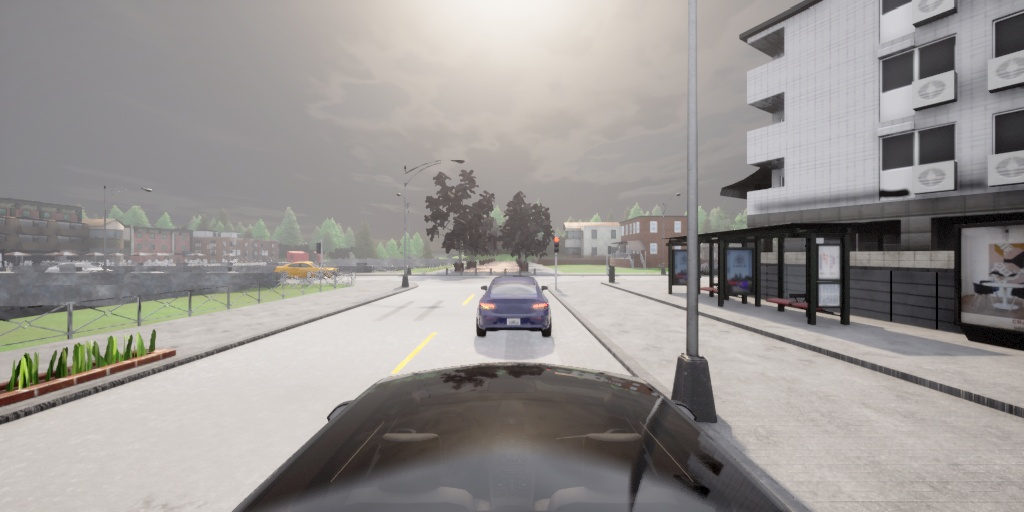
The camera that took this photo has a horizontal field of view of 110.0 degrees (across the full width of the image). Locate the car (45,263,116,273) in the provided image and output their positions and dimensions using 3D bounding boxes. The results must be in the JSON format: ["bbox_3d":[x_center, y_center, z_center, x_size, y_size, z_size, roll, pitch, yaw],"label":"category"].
[{"bbox_3d":[-36.546,1.276,30.405,4.674,1.442,1.812,0,0,0],"label":"car"}]

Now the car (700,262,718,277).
[{"bbox_3d":[19.135,1.297,34.430,5.357,1.411,2.033,0,0,0],"label":"car"}]

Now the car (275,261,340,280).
[{"bbox_3d":[-17.220,1.228,30.334,5.008,1.535,1.882,0,0,0],"label":"car"}]

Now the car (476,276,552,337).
[{"bbox_3d":[0.063,1.276,10.161,1.812,1.442,4.674,0,0,1],"label":"car"}]
